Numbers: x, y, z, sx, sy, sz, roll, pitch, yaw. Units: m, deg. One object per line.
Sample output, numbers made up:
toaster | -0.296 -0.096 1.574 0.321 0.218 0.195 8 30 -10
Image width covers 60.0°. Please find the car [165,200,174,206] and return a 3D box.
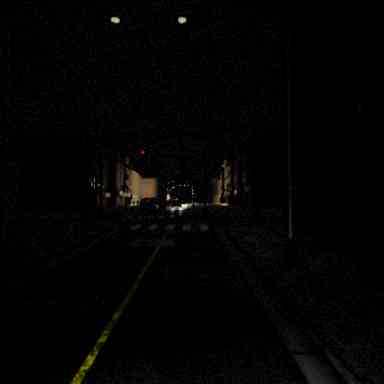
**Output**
car | -5.407 2.648 80.552 1.887 1.381 4.507 2 -1 0

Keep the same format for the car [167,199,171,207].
car | -5.378 2.187 59.395 1.887 1.381 4.507 2 -1 0

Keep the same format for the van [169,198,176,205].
van | -5.416 2.696 91.134 1.690 1.788 3.998 1 -1 0

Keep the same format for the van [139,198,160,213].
van | -5.347 1.619 40.517 1.690 1.788 3.998 2 -1 0

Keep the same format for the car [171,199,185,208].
car | -2.763 2.183 60.736 1.837 1.490 4.892 0 -1 0

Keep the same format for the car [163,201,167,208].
car | -5.356 1.749 48.821 2.192 1.841 5.009 2 -1 0

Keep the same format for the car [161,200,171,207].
car | -5.393 2.447 69.973 1.802 1.307 4.206 2 -1 0

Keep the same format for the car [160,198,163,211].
car | -5.357 1.890 43.832 2.008 1.369 4.403 2 -1 0
